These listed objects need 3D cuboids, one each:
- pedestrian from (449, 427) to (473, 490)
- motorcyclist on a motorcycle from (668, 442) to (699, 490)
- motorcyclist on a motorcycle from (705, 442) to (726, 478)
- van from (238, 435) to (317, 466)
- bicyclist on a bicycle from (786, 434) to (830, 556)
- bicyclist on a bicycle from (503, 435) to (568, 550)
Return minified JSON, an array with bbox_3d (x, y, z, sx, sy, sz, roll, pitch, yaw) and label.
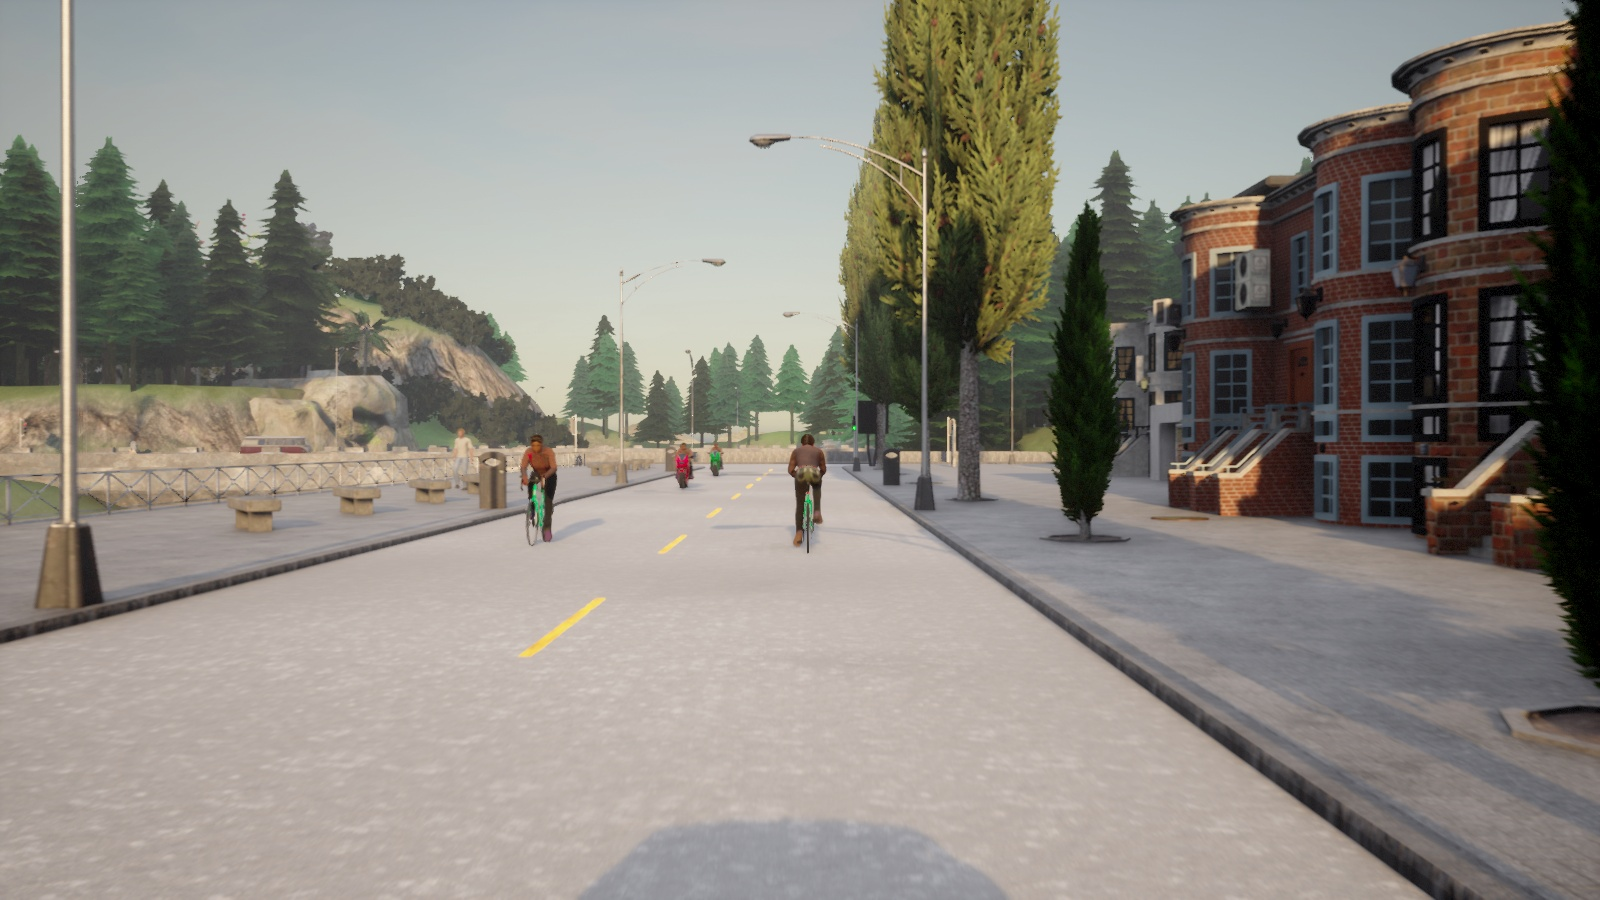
[{"bbox_3d":[-9.849,0.243,36.483,0.354,1.836,0.706,0,0,15],"label":"pedestrian"},{"bbox_3d":[-3.763,0.497,40.554,0.797,1.523,2.044,0,0,0],"label":"motorcyclist on a motorcycle"},{"bbox_3d":[-3.680,0.416,54.909,0.797,1.523,2.044,0,0,0],"label":"motorcyclist on a motorcycle"},{"bbox_3d":[-34.249,0.007,82.337,4.442,1.987,1.775,0,0,0],"label":"van"},{"bbox_3d":[0.110,0.601,17.530,0.582,1.620,1.656,0,0,0],"label":"bicyclist on a bicycle"},{"bbox_3d":[-3.874,0.592,18.492,0.582,1.620,1.656,0,1,0],"label":"bicyclist on a bicycle"}]
